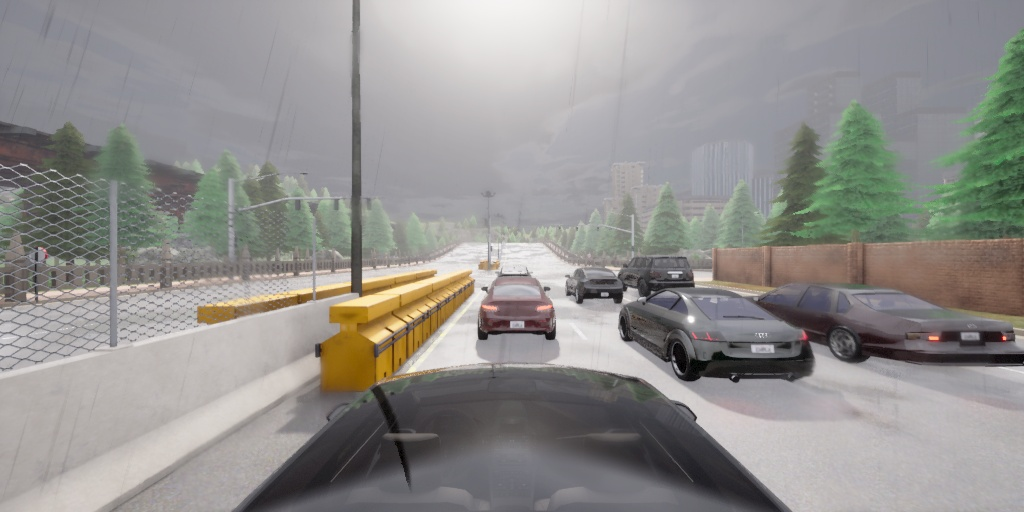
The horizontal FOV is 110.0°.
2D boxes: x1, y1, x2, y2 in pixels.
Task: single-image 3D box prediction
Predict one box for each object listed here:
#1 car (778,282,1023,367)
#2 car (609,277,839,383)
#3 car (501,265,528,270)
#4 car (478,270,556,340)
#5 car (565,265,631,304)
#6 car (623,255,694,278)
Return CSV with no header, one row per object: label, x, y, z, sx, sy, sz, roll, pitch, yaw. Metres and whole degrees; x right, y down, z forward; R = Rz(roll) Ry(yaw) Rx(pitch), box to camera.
car,7.108,1.297,8.068,2.033,1.411,5.357,0,0,0
car,3.611,1.314,7.204,1.994,1.385,4.181,0,0,-1
car,0.120,1.242,19.079,2.128,1.511,4.902,0,0,0
car,0.110,1.276,9.834,1.812,1.442,4.674,0,0,0
car,3.616,1.255,16.371,1.837,1.490,4.892,0,0,0
car,7.118,0.972,18.310,2.150,2.045,5.566,0,0,0
